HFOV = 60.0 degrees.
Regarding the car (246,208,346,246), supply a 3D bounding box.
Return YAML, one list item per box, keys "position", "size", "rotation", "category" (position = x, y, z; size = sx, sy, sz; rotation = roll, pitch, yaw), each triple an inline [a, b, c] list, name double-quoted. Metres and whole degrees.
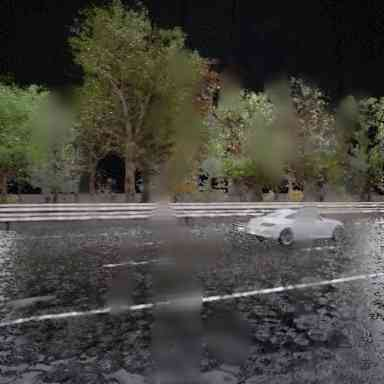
- position: [4.586, 1.450, 14.597]
  size: [4.674, 1.442, 1.812]
  rotation: [1, 0, -25]
  category: "car"
